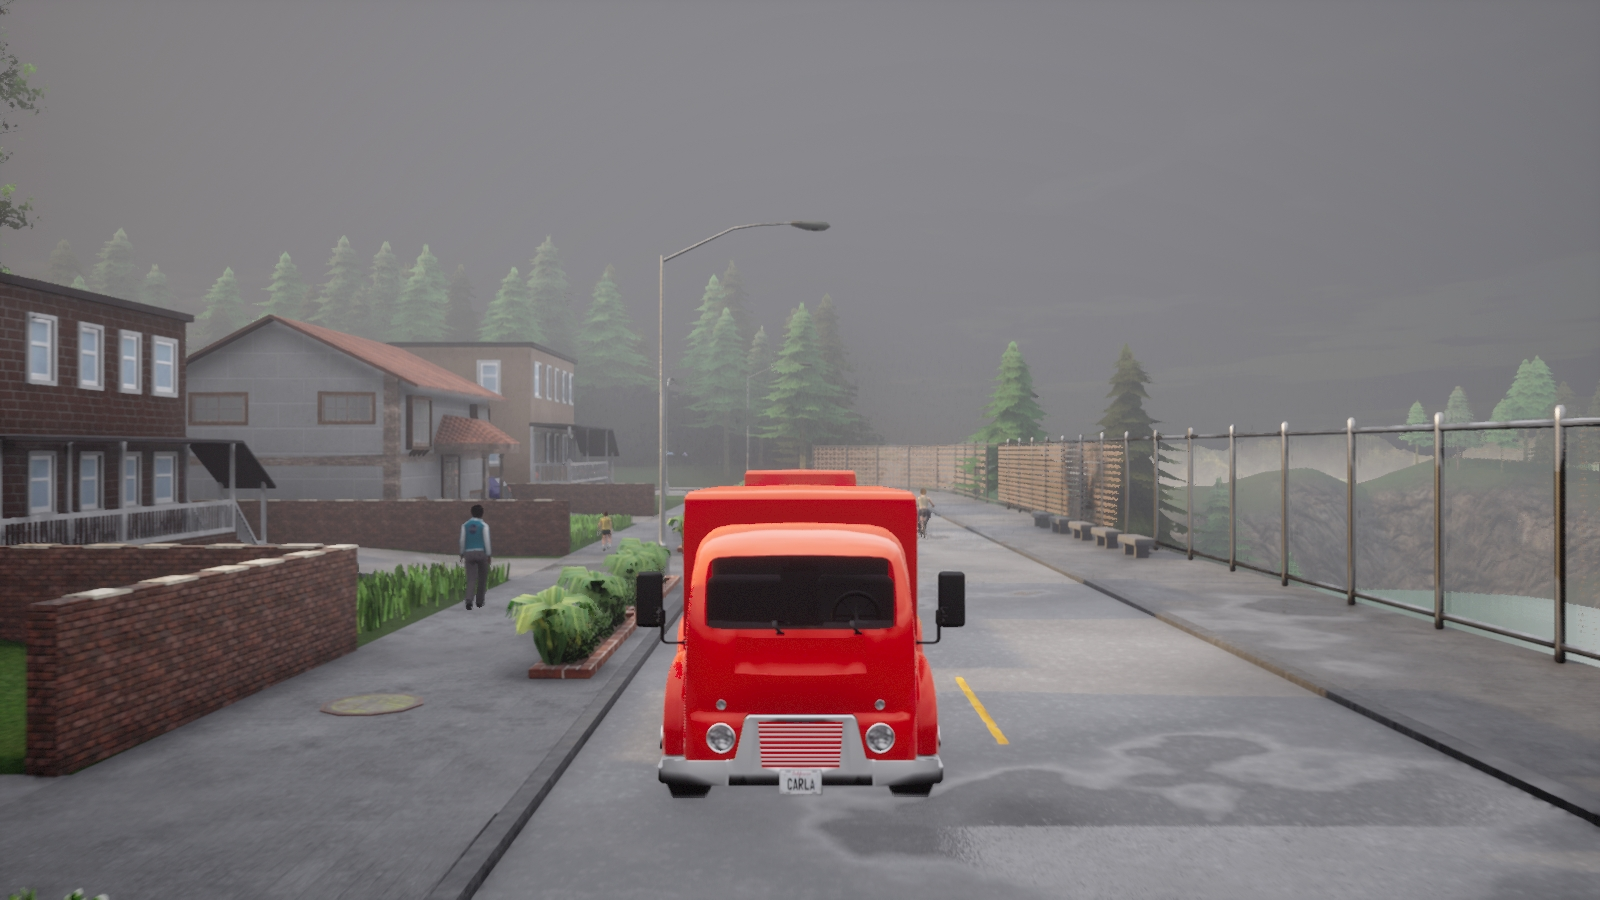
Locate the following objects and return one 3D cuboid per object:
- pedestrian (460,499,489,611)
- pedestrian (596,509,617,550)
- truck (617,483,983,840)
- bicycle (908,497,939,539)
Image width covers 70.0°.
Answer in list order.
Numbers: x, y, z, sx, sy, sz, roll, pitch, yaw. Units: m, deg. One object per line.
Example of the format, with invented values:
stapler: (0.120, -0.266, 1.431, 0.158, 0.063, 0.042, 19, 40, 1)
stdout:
pedestrian: (-5.521, 1.773, 19.396, 0.375, 1.860, 0.375, 0, 0, 2)
pedestrian: (-5.288, 2.165, 31.213, 0.500, 1.100, 0.500, 0, 0, 0)
truck: (0.000, 1.591, 10.820, 2.627, 2.467, 5.204, 0, -1, 0)
bicycle: (3.985, 2.207, 37.085, 0.859, 1.276, 1.487, 0, 0, 0)
